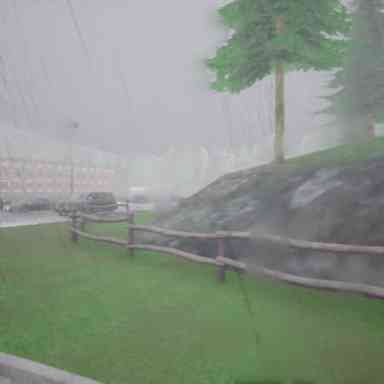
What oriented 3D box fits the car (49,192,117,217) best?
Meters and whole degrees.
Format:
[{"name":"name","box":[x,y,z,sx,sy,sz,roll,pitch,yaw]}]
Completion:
[{"name":"car","box":[-8.745,0.989,27.955,2.150,2.045,5.566,0,0,28]}]

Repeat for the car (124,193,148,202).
[{"name":"car","box":[-9.439,1.011,55.961,1.837,1.490,4.892,0,0,29]}]

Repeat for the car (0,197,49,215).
[{"name":"car","box":[-14.910,1.247,31.263,2.128,1.511,4.902,0,1,28]}]

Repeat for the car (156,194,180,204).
[{"name":"car","box":[-3.691,0.999,51.892,1.882,1.535,5.008,0,0,29]}]
